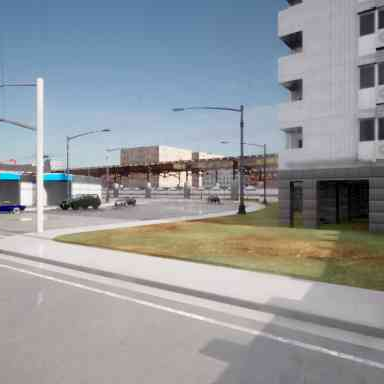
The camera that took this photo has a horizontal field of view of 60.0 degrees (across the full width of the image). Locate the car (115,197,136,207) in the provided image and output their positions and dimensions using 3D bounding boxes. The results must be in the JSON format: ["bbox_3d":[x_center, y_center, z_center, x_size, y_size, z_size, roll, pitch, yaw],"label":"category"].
[{"bbox_3d":[-10.277,1.491,51.629,2.128,1.511,4.902,0,0,14],"label":"car"}]

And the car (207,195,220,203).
[{"bbox_3d":[4.434,1.502,69.669,1.837,1.490,4.892,0,0,-12],"label":"car"}]

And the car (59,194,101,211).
[{"bbox_3d":[-14.042,1.221,42.216,2.150,2.045,5.566,0,0,29],"label":"car"}]

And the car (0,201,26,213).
[{"bbox_3d":[-19.678,1.601,33.896,1.895,1.301,4.718,0,0,37],"label":"car"}]
